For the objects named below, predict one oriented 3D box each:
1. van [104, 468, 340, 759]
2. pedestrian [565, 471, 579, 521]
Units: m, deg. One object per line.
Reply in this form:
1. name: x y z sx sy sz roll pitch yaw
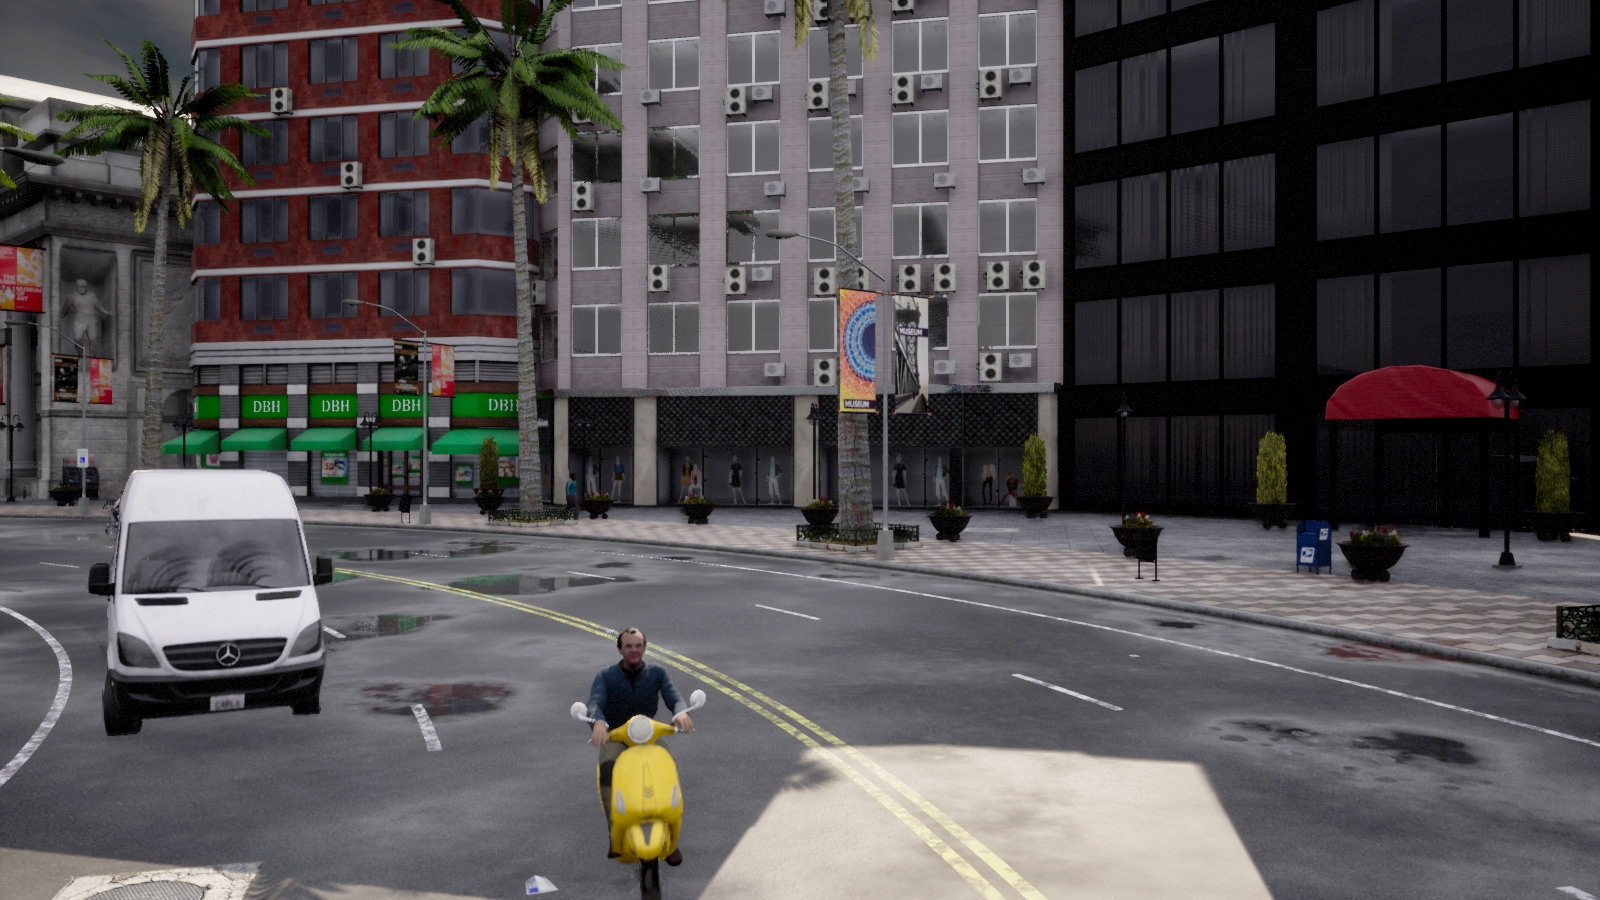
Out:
1. van: -6.983 1.534 13.440 1.988 2.561 5.915 1 0 -31
2. pedestrian: -8.466 1.697 42.439 0.375 1.860 0.375 0 0 39
